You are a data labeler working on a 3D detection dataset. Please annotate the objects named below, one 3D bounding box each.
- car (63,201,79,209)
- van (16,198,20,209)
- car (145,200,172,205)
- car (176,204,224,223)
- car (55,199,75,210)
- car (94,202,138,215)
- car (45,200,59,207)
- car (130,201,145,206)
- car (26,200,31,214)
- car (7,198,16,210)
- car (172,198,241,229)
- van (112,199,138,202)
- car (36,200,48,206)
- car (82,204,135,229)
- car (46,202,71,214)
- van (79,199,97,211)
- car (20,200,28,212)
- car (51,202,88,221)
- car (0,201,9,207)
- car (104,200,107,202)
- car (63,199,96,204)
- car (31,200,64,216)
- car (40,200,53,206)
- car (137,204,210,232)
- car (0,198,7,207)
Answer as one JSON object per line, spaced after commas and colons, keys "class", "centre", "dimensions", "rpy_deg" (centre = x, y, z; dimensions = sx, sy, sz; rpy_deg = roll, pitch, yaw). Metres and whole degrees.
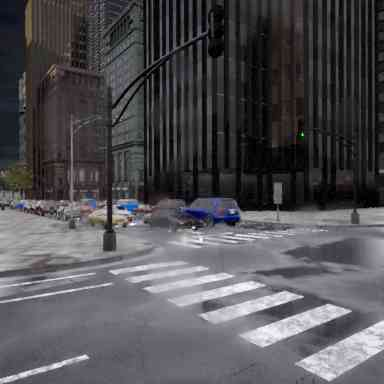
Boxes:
{"class": "car", "centre": [-22.630, 2.408, 62.242], "dimensions": [1.802, 1.307, 4.206], "rpy_deg": [-1, 0, -35]}
{"class": "van", "centre": [-26.129, 2.124, 52.436], "dimensions": [1.690, 1.788, 3.998], "rpy_deg": [-1, 0, -35]}
{"class": "car", "centre": [-2.315, 1.668, 33.625], "dimensions": [2.192, 1.841, 5.009], "rpy_deg": [-1, 0, -35]}
{"class": "car", "centre": [0.630, 1.828, 29.473], "dimensions": [1.887, 1.381, 4.507], "rpy_deg": [-1, 0, -35]}
{"class": "car", "centre": [-21.341, 2.109, 55.858], "dimensions": [2.097, 1.767, 4.553], "rpy_deg": [0, -1, -36]}
{"class": "car", "centre": [-7.012, 1.902, 30.122], "dimensions": [1.812, 1.442, 4.674], "rpy_deg": [0, -1, -35]}
{"class": "car", "centre": [-31.662, 2.596, 74.969], "dimensions": [1.947, 1.339, 4.313], "rpy_deg": [-1, 0, -35]}
{"class": "car", "centre": [-5.249, 2.004, 37.777], "dimensions": [1.802, 1.307, 4.206], "rpy_deg": [-1, 0, -35]}
{"class": "car", "centre": [-20.470, 2.197, 44.468], "dimensions": [1.887, 1.381, 4.507], "rpy_deg": [-1, 0, -35]}
{"class": "car", "centre": [-31.886, 2.355, 60.550], "dimensions": [1.967, 1.590, 4.097], "rpy_deg": [-1, 0, -35]}
{"class": "car", "centre": [1.120, 1.460, 24.195], "dimensions": [2.150, 2.045, 5.566], "rpy_deg": [0, 0, -35]}
{"class": "van", "centre": [-8.194, 1.833, 41.929], "dimensions": [1.690, 1.788, 3.998], "rpy_deg": [-1, 0, -35]}
{"class": "car", "centre": [-37.684, 2.711, 83.454], "dimensions": [2.008, 1.369, 4.403], "rpy_deg": [-1, 0, -35]}
{"class": "car", "centre": [-6.233, 1.843, 24.408], "dimensions": [1.752, 1.417, 4.829], "rpy_deg": [-1, 0, -35]}
{"class": "car", "centre": [-18.871, 2.146, 46.918], "dimensions": [2.128, 1.511, 4.902], "rpy_deg": [0, -1, -35]}
{"class": "van", "centre": [-17.012, 2.038, 54.384], "dimensions": [1.690, 1.788, 3.998], "rpy_deg": [-1, 0, -35]}
{"class": "car", "centre": [-23.299, 2.158, 48.452], "dimensions": [1.967, 1.590, 4.097], "rpy_deg": [-1, 0, -35]}
{"class": "car", "centre": [-11.986, 2.004, 32.515], "dimensions": [2.008, 1.369, 4.403], "rpy_deg": [-1, 0, -35]}
{"class": "car", "centre": [-44.332, 2.773, 78.092], "dimensions": [1.802, 1.307, 4.206], "rpy_deg": [-1, 0, -35]}
{"class": "car", "centre": [-11.133, 1.875, 46.080], "dimensions": [2.192, 1.841, 5.009], "rpy_deg": [-1, 0, -35]}
{"class": "car", "centre": [-12.890, 1.867, 38.417], "dimensions": [2.097, 1.767, 4.553], "rpy_deg": [0, -1, -35]}
{"class": "car", "centre": [-17.647, 1.901, 40.484], "dimensions": [2.192, 1.841, 5.009], "rpy_deg": [-1, 0, -35]}
{"class": "car", "centre": [-34.674, 2.662, 79.212], "dimensions": [1.947, 1.339, 4.313], "rpy_deg": [-1, 0, -35]}
{"class": "car", "centre": [-1.414, 1.791, 22.180], "dimensions": [2.033, 1.411, 5.357], "rpy_deg": [0, -1, -35]}
{"class": "car", "centre": [-41.221, 2.668, 73.707], "dimensions": [1.887, 1.381, 4.507], "rpy_deg": [-1, 0, -35]}
